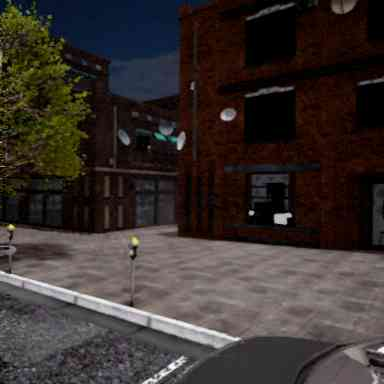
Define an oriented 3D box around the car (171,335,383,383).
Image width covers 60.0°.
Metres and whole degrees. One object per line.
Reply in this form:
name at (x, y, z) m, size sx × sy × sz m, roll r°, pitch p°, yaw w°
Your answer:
car at (1.749, 1.549, 1.773) m, size 4.403 × 1.369 × 2.008 m, roll 0°, pitch 1°, yaw 35°
